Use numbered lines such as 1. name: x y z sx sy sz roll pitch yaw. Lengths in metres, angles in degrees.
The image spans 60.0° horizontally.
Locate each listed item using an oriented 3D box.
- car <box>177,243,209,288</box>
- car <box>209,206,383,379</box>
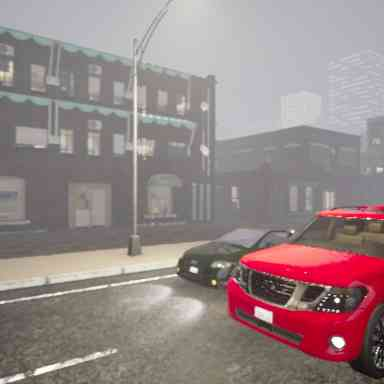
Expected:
1. car: 1.684 1.648 8.857 4.181 1.385 1.994 1 -1 -35
2. car: 3.216 1.299 5.964 5.566 2.045 2.150 1 -1 -35
